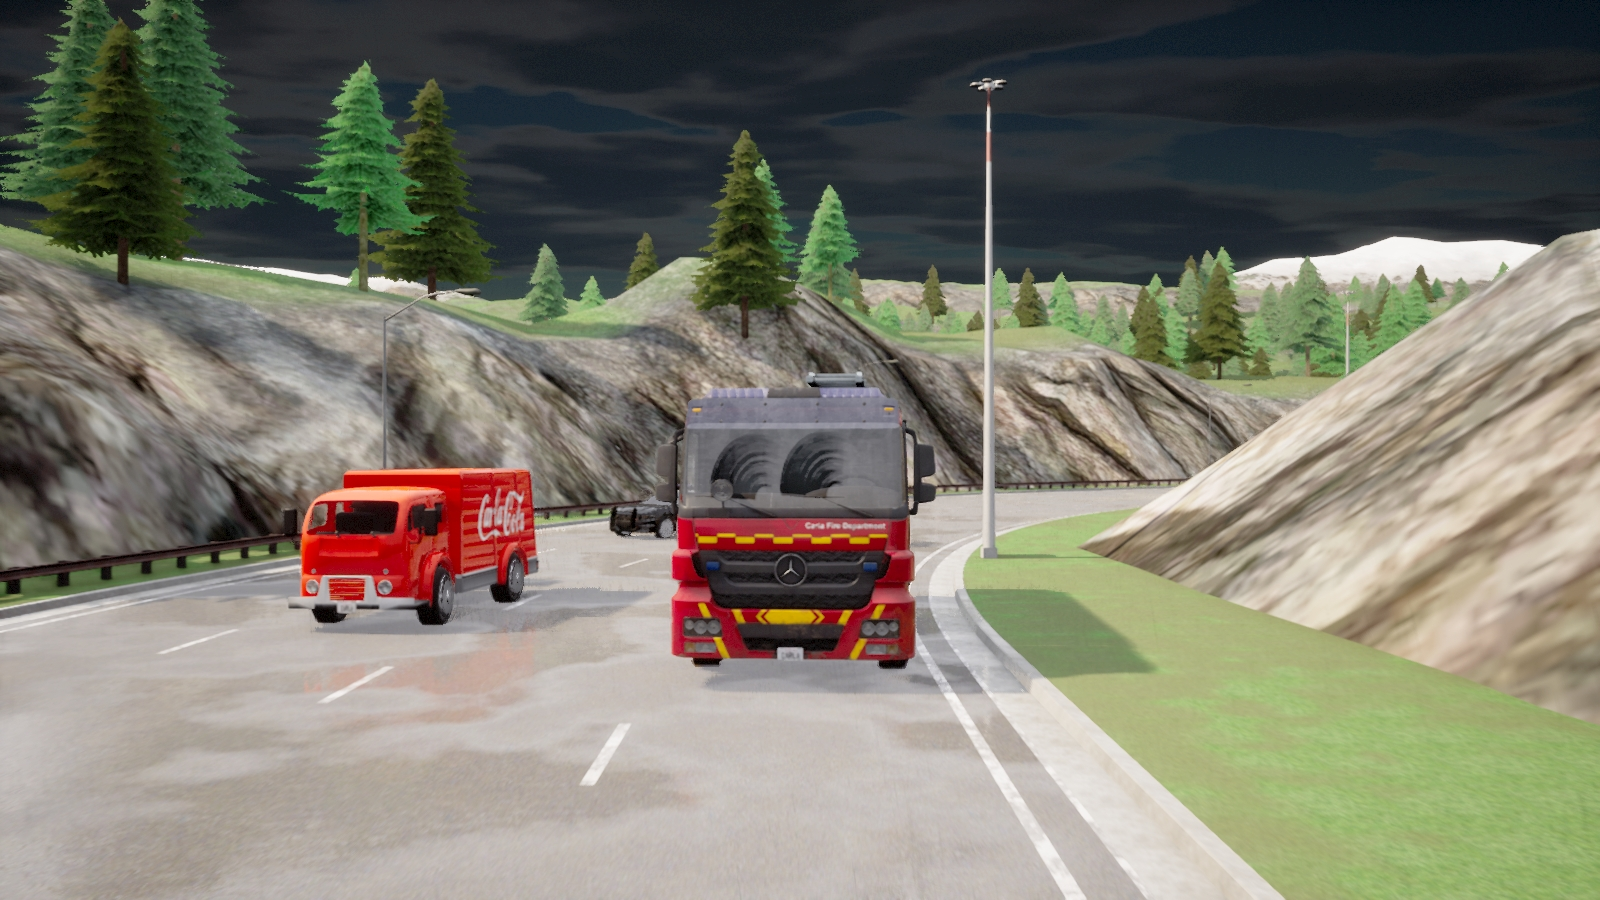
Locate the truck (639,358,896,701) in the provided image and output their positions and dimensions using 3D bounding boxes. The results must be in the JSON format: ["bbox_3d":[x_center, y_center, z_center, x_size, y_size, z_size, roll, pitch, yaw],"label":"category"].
[{"bbox_3d":[-0.111,0.882,17.063,2.891,3.827,8.468,0,0,4],"label":"truck"}]

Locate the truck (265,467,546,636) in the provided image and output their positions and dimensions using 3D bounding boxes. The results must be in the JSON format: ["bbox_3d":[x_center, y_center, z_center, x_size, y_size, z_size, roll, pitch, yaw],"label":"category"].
[{"bbox_3d":[-6.554,1.562,19.843,2.627,2.467,5.204,0,0,7],"label":"truck"}]

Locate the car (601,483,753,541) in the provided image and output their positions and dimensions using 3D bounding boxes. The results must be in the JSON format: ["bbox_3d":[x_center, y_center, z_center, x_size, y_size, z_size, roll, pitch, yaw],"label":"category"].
[{"bbox_3d":[-3.948,1.965,37.545,2.097,1.638,5.238,0,0,33],"label":"car"}]
